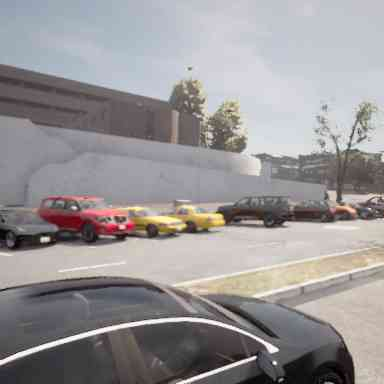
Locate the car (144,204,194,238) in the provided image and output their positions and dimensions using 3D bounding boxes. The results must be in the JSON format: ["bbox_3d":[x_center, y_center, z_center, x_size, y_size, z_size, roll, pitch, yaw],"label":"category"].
[{"bbox_3d":[-2.800,1.500,18.011,5.366,1.575,1.946,-1,-1,35],"label":"car"}]

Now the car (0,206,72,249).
[{"bbox_3d":[-7.818,1.523,14.618,4.792,1.488,2.163,-1,-1,35],"label":"car"}]

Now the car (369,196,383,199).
[{"bbox_3d":[19.015,1.420,33.800,5.566,2.045,2.435,-1,-1,35],"label":"car"}]

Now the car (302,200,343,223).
[{"bbox_3d":[9.287,1.448,26.800,4.553,1.767,2.185,-1,-1,35],"label":"car"}]

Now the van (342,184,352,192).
[{"bbox_3d":[40.082,-0.973,84.859,1.878,1.987,4.442,8,3,35],"label":"van"}]

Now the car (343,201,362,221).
[{"bbox_3d":[11.683,1.471,28.584,4.553,1.767,2.185,-1,-1,34],"label":"car"}]

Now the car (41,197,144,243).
[{"bbox_3d":[-5.374,1.248,16.365,5.566,2.045,2.435,-1,-1,35],"label":"car"}]

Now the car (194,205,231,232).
[{"bbox_3d":[-0.667,1.514,19.957,5.366,1.575,1.946,-1,-1,35],"label":"car"}]

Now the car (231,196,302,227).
[{"bbox_3d":[4.347,1.288,23.350,5.566,2.045,2.435,-1,-1,35],"label":"car"}]

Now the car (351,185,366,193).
[{"bbox_3d":[41.839,-0.474,82.494,2.231,1.521,4.892,7,3,35],"label":"car"}]

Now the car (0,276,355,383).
[{"bbox_3d":[-0.601,1.506,2.704,4.892,1.490,1.837,0,0,-36],"label":"car"}]

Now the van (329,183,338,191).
[{"bbox_3d":[38.355,-1.246,87.332,1.878,1.987,4.442,8,3,35],"label":"van"}]

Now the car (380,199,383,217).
[{"bbox_3d":[16.569,1.674,32.054,4.792,1.488,2.163,-1,-1,35],"label":"car"}]

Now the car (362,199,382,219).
[{"bbox_3d":[14.149,1.621,30.308,4.892,1.521,2.231,-1,-1,35],"label":"car"}]
